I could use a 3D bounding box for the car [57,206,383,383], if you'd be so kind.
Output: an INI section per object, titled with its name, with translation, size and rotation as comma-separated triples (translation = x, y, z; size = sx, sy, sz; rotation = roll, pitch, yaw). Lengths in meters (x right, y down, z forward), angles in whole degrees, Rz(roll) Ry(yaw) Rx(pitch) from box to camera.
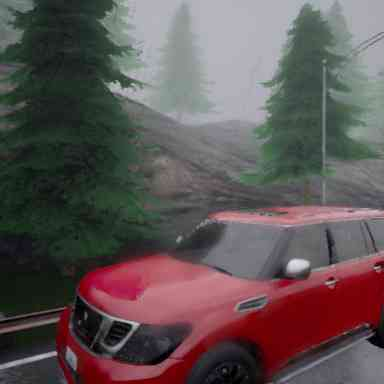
[car]
translation = 1.108, 1.256, 4.776
size = 5.566, 2.045, 2.150
rotation = 1, 0, -36
